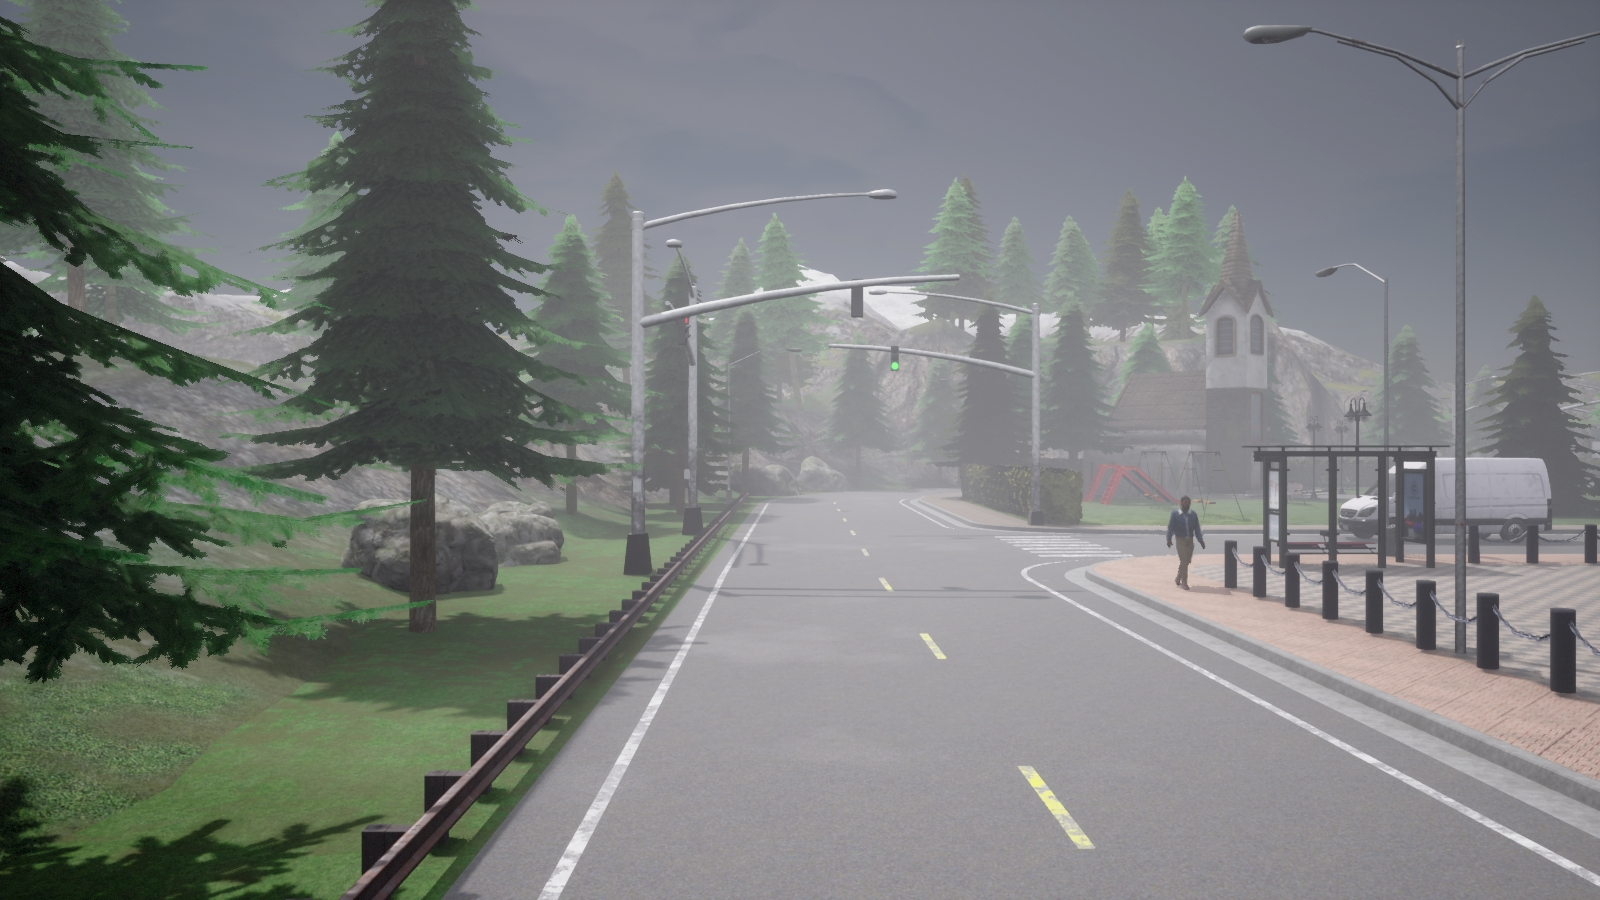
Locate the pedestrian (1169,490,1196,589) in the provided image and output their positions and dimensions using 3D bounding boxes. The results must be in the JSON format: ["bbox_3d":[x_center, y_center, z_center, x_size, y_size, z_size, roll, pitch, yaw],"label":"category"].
[{"bbox_3d":[7.265,1.691,21.701,0.375,1.860,0.375,0,0,0],"label":"pedestrian"}]

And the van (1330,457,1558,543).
[{"bbox_3d":[19.746,1.515,35.223,5.915,2.561,1.988,0,0,0],"label":"van"}]
